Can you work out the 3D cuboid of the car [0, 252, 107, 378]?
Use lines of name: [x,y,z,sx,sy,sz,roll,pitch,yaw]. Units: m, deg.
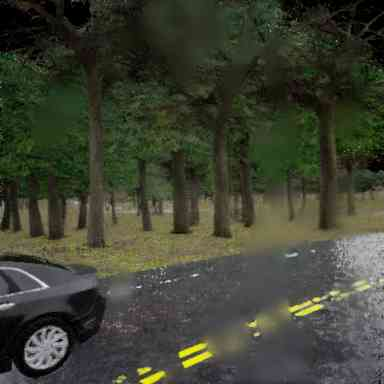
car: [-3.459,1.575,3.933,4.892,1.490,1.837,0,-1,-41]
